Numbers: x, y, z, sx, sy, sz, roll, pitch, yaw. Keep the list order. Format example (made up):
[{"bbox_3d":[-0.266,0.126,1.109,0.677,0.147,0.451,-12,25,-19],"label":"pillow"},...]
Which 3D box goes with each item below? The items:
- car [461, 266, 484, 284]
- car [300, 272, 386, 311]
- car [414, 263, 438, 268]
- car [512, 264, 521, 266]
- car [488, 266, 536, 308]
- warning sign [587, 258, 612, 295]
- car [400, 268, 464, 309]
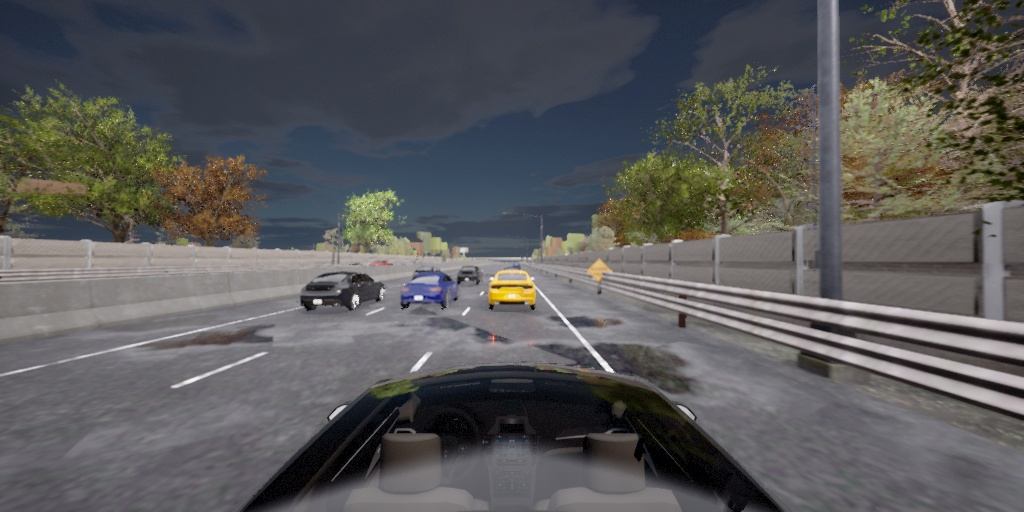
[{"bbox_3d":[-3.502,1.579,30.346,1.837,1.490,4.892,0,0,0],"label":"car"},{"bbox_3d":[-6.991,1.405,15.335,1.837,1.490,4.892,0,0,0],"label":"car"},{"bbox_3d":[-7.002,1.564,30.348,2.128,1.511,4.902,0,-1,0],"label":"car"},{"bbox_3d":[-0.012,1.608,29.377,2.033,1.411,5.357,0,-1,0],"label":"car"},{"bbox_3d":[0.013,1.384,16.092,1.882,1.535,5.008,0,0,0],"label":"car"},{"bbox_3d":[4.538,1.051,18.629,1.300,1.860,1.060,0,0,0],"label":"warning sign"},{"bbox_3d":[-3.490,1.428,15.747,1.812,1.442,4.674,0,0,0],"label":"car"}]
